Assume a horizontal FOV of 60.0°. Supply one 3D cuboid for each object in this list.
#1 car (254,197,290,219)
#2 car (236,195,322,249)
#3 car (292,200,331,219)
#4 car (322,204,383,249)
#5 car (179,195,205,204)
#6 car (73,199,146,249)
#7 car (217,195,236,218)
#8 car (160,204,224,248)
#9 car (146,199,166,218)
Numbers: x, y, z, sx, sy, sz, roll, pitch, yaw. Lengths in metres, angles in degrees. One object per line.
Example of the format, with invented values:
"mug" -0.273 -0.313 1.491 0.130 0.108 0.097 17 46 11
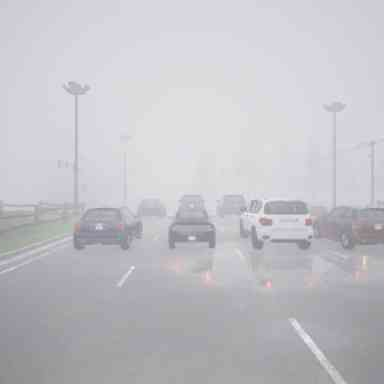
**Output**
"car" 7.000 1.364 29.620 2.097 1.767 4.553 0 0 0
"car" 3.500 1.255 14.680 2.150 2.045 5.566 0 0 0
"car" 10.500 1.531 29.650 1.812 1.442 4.674 0 0 0
"car" 7.000 1.363 14.620 2.097 1.767 4.553 0 0 0
"car" 0.000 1.255 29.680 2.150 2.045 5.566 0 0 0
"car" -3.500 1.363 14.620 2.097 1.767 4.553 0 0 0
"car" 3.500 1.255 29.680 2.150 2.045 5.566 0 0 0
"car" 0.000 1.492 14.650 2.128 1.511 4.902 0 0 0
"car" -3.500 1.363 29.620 2.097 1.767 4.553 0 0 0
